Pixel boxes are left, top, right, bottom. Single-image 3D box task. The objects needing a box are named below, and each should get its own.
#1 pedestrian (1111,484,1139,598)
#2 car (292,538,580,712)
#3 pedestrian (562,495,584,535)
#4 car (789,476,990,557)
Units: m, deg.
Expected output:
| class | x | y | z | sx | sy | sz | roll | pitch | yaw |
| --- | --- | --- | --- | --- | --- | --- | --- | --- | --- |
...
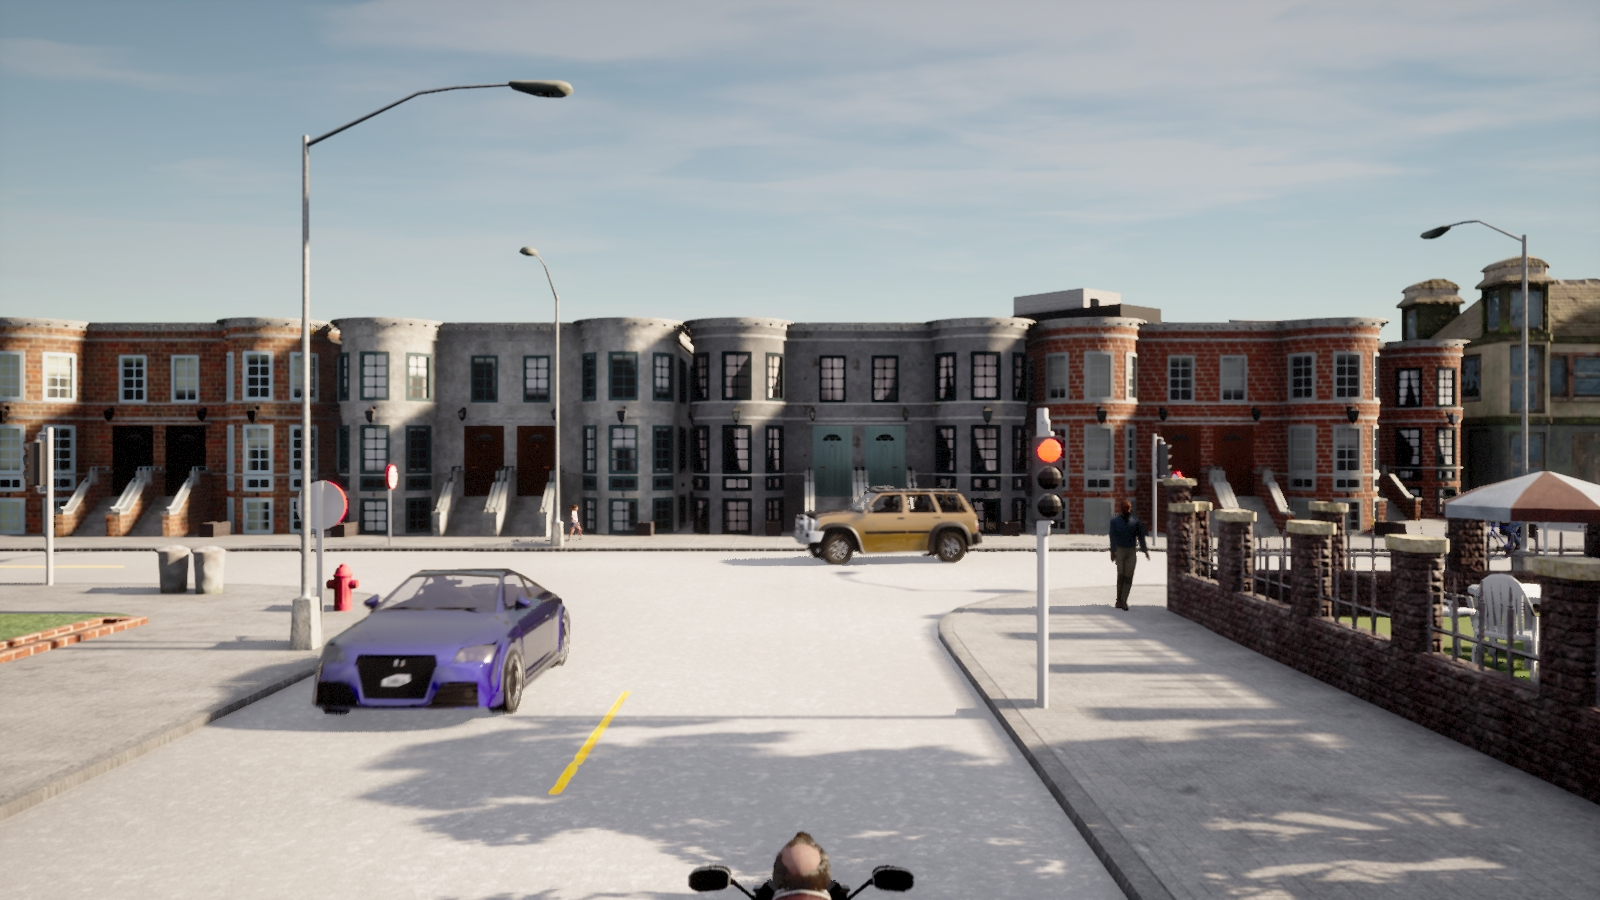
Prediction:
| class | x | y | z | sx | sy | sz | roll | pitch | yaw |
| --- | --- | --- | --- | --- | --- | --- | --- | --- | --- |
| pedestrian | 5.365 | 1.491 | 18.858 | 0.375 | 1.860 | 0.375 | 0 | 0 | 3 |
| car | -3.991 | 1.881 | 13.338 | 1.994 | 1.385 | 4.181 | 0 | 0 | 1 |
| pedestrian | -6.538 | 1.863 | 32.908 | 0.500 | 1.100 | 0.500 | 0 | 0 | 10 |
| car | 2.190 | 1.608 | 28.368 | 4.605 | 1.855 | 1.932 | 0 | -1 | -12 |
